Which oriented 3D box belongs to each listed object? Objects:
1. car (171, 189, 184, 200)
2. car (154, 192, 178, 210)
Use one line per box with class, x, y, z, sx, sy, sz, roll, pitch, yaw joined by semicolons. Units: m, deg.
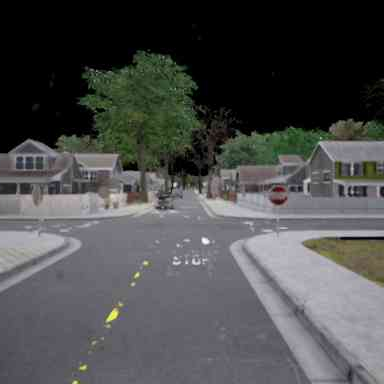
car;-2.841;0.418;65.631;2.150;2.045;5.566;0;1;0
car;-2.797;1.132;34.573;1.837;1.490;4.892;0;3;0
